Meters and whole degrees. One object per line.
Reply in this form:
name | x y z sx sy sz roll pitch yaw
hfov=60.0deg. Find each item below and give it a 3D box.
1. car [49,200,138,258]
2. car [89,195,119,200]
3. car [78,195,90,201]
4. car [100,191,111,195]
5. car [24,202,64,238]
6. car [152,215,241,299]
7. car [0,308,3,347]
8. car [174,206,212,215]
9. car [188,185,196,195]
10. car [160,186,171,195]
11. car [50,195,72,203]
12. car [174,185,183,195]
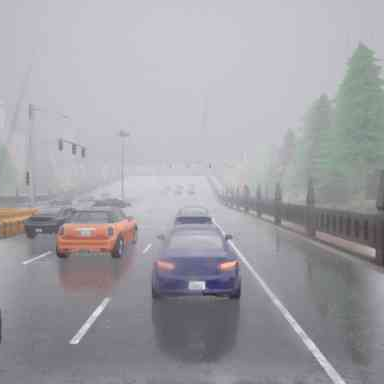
car | -3.428 1.347 12.836 2.097 1.767 4.553 0 0 0
car | -9.938 1.490 41.638 1.837 1.490 4.892 2 1 41
car | -21.145 1.386 66.823 2.033 1.411 5.357 0 1 0
car | -21.116 0.520 80.867 1.994 1.385 4.181 0 4 0
car | -6.940 1.498 17.477 1.837 1.490 4.892 0 0 0
car | 0.083 1.523 8.305 1.812 1.442 4.674 0 0 0
car | -3.406 1.491 2.446 2.128 1.511 4.902 0 0 0
car | 0.062 1.471 17.636 1.882 1.535 5.008 0 0 0
car | -0.098 -0.100 86.023 1.882 1.535 5.008 0 7 0
car | -7.098 -0.054 86.050 1.812 1.442 4.674 0 7 0
car | -21.189 1.332 53.797 2.097 1.767 4.553 0 0 0
car | -3.598 -0.077 86.036 1.837 1.490 4.892 0 7 0
